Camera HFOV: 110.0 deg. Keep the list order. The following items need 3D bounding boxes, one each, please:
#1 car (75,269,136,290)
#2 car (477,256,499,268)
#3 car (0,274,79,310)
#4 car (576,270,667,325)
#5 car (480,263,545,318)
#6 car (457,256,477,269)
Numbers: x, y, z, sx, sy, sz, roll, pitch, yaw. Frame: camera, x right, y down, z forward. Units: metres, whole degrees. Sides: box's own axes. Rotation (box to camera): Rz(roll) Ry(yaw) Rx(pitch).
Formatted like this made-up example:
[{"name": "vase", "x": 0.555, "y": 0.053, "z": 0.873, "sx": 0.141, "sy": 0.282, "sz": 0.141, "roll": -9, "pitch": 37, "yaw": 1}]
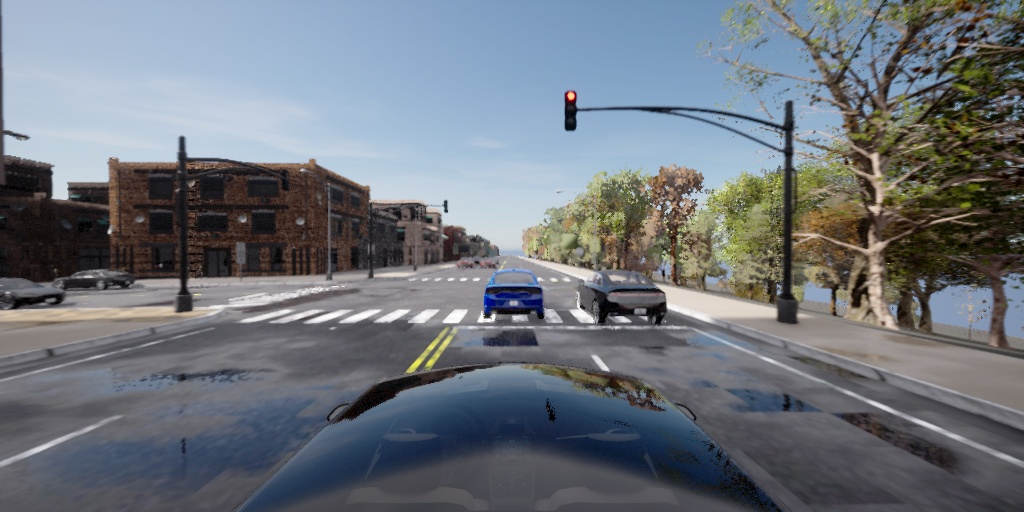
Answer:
[{"name": "car", "x": -28.320, "y": 1.587, "z": 24.370, "sx": 4.403, "sy": 1.370, "sz": 2.007, "roll": 0, "pitch": 0, "yaw": -1}, {"name": "car", "x": -3.386, "y": 0.911, "z": 51.633, "sx": 2.097, "sy": 1.767, "sz": 4.553, "roll": 0, "pitch": 0, "yaw": 0}, {"name": "car", "x": -22.614, "y": 1.633, "z": 15.848, "sx": 4.313, "sy": 1.339, "sz": 1.948, "roll": 0, "pitch": 0, "yaw": -1}, {"name": "car", "x": 3.314, "y": 1.203, "z": 11.639, "sx": 2.128, "sy": 1.511, "sz": 4.902, "roll": 0, "pitch": 0, "yaw": 0}, {"name": "car", "x": 0.072, "y": 1.184, "z": 12.773, "sx": 1.882, "sy": 1.535, "sz": 5.008, "roll": 0, "pitch": 0, "yaw": 0}, {"name": "car", "x": -6.636, "y": 0.911, "z": 51.623, "sx": 2.097, "sy": 1.767, "sz": 4.553, "roll": 0, "pitch": 0, "yaw": 0}]
